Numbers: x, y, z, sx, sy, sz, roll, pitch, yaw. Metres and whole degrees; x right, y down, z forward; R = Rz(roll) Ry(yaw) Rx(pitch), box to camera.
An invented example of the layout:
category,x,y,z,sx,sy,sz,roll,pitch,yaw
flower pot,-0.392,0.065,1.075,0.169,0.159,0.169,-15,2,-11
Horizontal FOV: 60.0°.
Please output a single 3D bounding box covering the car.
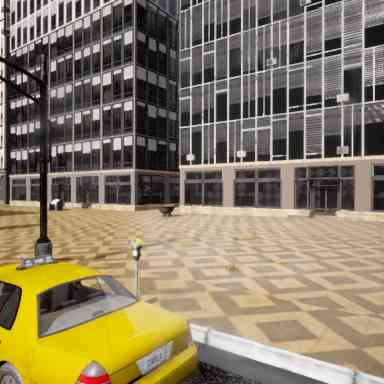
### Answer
category,x,y,z,sx,sy,sz,roll,pitch,yaw
car,-2.218,1.525,4.472,4.829,1.417,1.752,0,0,36
